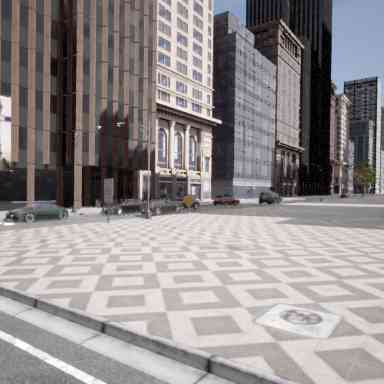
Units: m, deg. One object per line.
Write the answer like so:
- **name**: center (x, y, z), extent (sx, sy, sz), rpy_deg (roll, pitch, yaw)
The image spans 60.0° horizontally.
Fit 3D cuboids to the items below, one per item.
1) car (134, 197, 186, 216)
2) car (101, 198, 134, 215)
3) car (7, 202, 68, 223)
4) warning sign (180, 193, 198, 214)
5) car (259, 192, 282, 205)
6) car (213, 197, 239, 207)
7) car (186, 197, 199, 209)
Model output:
- **car**: center (-2.953, 1.446, 31.413), extent (1.812, 1.442, 4.674), rpy_deg (1, 1, 35)
- **car**: center (-6.451, 1.377, 32.002), extent (1.837, 1.490, 4.892), rpy_deg (1, 1, 35)
- **car**: center (-11.463, 1.470, 24.925), extent (1.994, 1.385, 4.181), rpy_deg (1, 1, 35)
- **warning sign**: center (-0.258, 1.076, 30.681), extent (1.300, 1.860, 1.060), rpy_deg (1, 1, 35)
- **car**: center (12.616, 1.031, 53.402), extent (2.150, 2.045, 5.566), rpy_deg (1, 1, 35)
- **car**: center (4.954, 1.394, 48.049), extent (1.895, 1.301, 4.718), rpy_deg (1, 1, 36)
- **car**: center (-1.004, 1.340, 39.694), extent (1.837, 1.490, 4.892), rpy_deg (1, 1, 35)
